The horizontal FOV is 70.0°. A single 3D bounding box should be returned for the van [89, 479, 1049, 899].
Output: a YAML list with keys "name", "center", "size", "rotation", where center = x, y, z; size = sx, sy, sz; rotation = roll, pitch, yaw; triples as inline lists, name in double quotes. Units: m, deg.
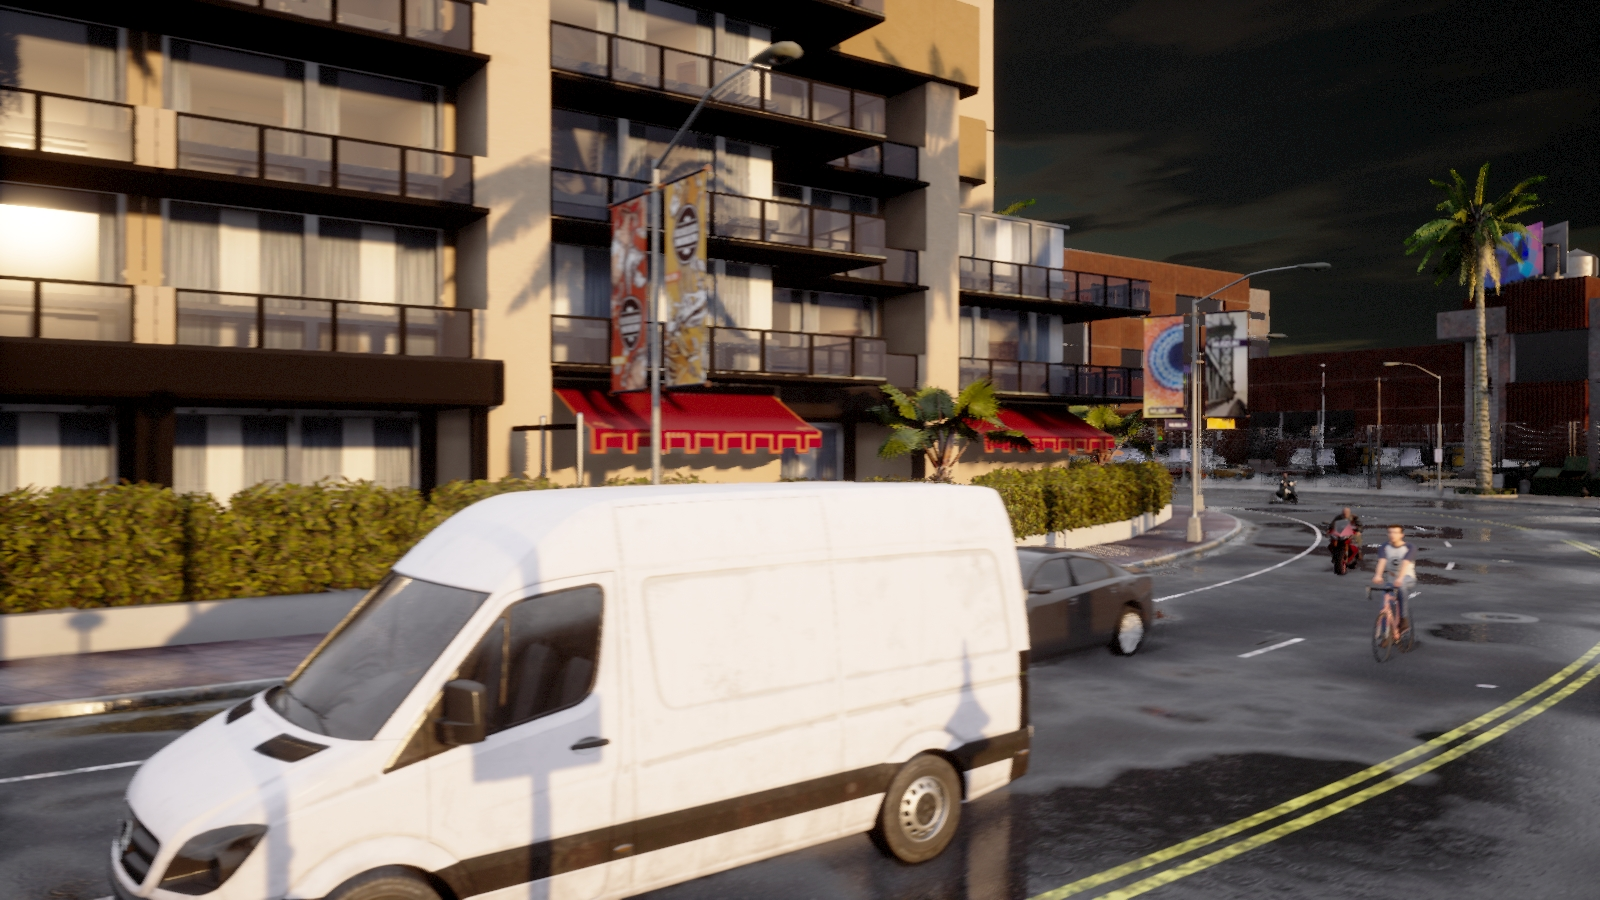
- name: "van"
  center: [-1.094, 1.535, 7.510]
  size: [5.915, 2.561, 1.988]
  rotation: [0, 0, -38]

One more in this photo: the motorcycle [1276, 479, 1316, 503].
- name: "motorcycle"
  center: [26.785, 2.185, 61.743]
  size: [0.856, 1.236, 1.805]
  rotation: [0, 0, -35]

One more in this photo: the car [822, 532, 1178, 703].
- name: "car"
  center: [2.812, 2.035, 15.168]
  size: [5.006, 1.535, 2.097]
  rotation: [0, 0, -44]

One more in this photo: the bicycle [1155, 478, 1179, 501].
- name: "bicycle"
  center: [20.442, 2.209, 63.670]
  size: [0.373, 1.196, 1.643]
  rotation: [-1, 1, -18]

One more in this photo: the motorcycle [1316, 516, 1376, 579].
- name: "motorcycle"
  center: [12.563, 2.207, 26.249]
  size: [0.867, 1.251, 2.209]
  rotation: [0, 0, 35]
